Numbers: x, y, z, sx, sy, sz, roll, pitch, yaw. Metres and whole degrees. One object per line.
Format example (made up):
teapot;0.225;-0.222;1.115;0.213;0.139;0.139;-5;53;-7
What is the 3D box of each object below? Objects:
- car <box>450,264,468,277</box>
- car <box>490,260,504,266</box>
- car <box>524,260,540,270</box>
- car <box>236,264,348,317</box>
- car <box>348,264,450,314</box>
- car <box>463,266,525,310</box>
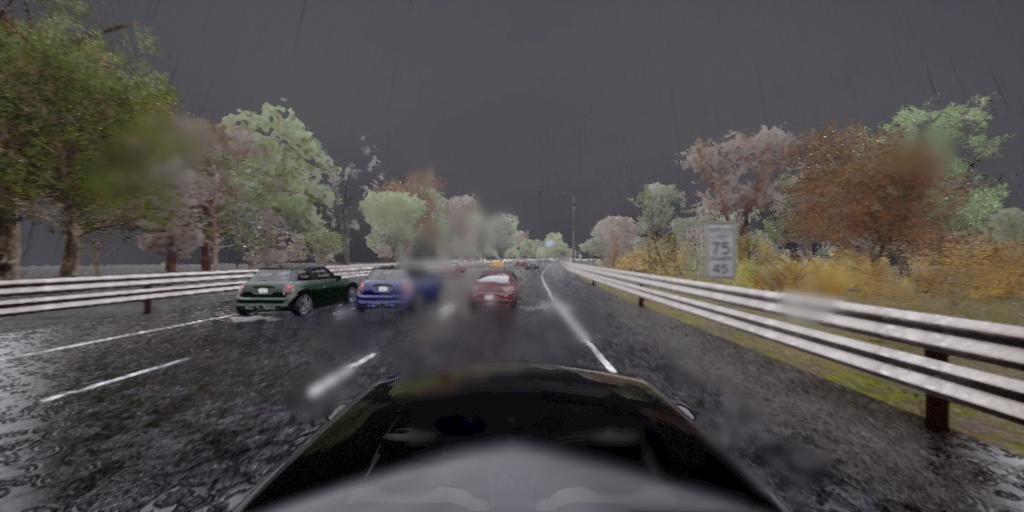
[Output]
car;-5.847;1.440;36.504;1.895;1.301;4.718;0;0;5
car;-2.681;1.407;64.217;1.882;1.535;5.008;0;0;7
car;3.470;1.507;57.264;1.895;1.301;4.718;0;0;7
car;-7.693;1.126;13.411;2.097;1.767;4.553;0;0;4
car;-4.143;1.129;14.065;2.097;1.767;4.553;0;0;4
car;-0.576;1.307;14.782;1.812;1.442;4.674;0;0;4
